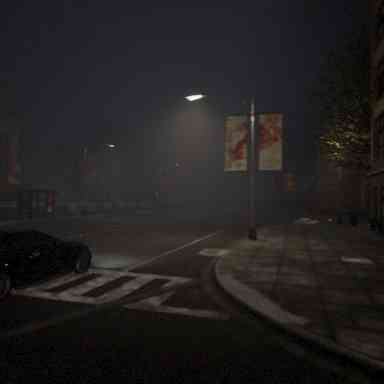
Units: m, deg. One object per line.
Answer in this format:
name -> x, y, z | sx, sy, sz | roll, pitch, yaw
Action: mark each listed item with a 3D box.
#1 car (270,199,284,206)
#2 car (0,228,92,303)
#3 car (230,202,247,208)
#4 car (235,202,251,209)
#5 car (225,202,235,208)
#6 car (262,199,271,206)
car -> 23.919, 3.113, 89.126 | 4.674, 1.442, 1.812 | 1, -1, -36
car -> -4.475, 1.638, 8.424 | 1.812, 1.442, 4.674 | 0, -1, 17
car -> 12.401, 3.406, 87.876 | 4.718, 1.301, 1.895 | 2, -1, -43
car -> 12.882, 3.158, 78.094 | 2.128, 1.511, 4.902 | 0, -1, 36
car -> 10.709, 3.186, 81.013 | 1.812, 1.442, 4.674 | 0, -1, 36
car -> 21.837, 2.841, 91.942 | 5.566, 2.045, 2.150 | 1, -1, -36
